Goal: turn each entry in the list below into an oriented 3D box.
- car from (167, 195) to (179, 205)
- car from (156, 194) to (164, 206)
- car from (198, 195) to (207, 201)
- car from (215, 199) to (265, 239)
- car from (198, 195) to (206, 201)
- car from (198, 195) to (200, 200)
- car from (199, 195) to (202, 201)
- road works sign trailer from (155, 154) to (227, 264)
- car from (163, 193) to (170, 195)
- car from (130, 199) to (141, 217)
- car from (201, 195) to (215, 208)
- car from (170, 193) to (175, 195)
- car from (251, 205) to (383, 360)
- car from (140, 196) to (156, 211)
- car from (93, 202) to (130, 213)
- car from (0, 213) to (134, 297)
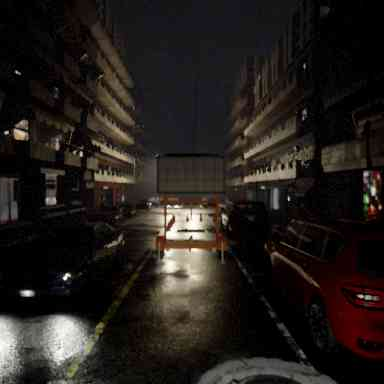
[{"bbox_3d":[-3.128,1.526,55.400,1.895,1.301,4.718,0,0,0],"label":"car"},{"bbox_3d":[-5.817,1.479,50.771,2.008,1.369,4.403,-1,0,0],"label":"car"},{"bbox_3d":[2.498,1.458,78.771,1.947,1.339,4.313,-1,0,0],"label":"car"},{"bbox_3d":[2.638,1.290,17.149,2.192,1.841,5.009,-1,0,0],"label":"car"},{"bbox_3d":[2.485,1.435,84.374,2.008,1.369,4.403,-1,0,0],"label":"car"},{"bbox_3d":[2.548,1.361,56.363,1.967,1.590,4.097,-1,0,0],"label":"car"},{"bbox_3d":[2.563,1.494,50.761,1.947,1.339,4.313,-1,0,0],"label":"car"},{"bbox_3d":[-0.024,0.447,11.787,2.380,3.560,2.880,0,0,1],"label":"road works sign trailer"},{"bbox_3d":[-5.846,1.228,61.975,2.192,1.841,5.009,-1,0,0],"label":"car"},{"bbox_3d":[-5.765,1.541,28.363,1.802,1.307,4.206,-1,0,0],"label":"car"},{"bbox_3d":[2.575,1.461,45.329,1.752,1.417,4.829,-1,0,0],"label":"car"},{"bbox_3d":[-5.908,1.428,89.985,2.008,1.369,4.403,-1,0,0],"label":"car"},{"bbox_3d":[2.663,1.306,5.945,2.192,1.841,5.009,-1,0,0],"label":"car"},{"bbox_3d":[-5.791,1.495,39.567,2.008,1.369,4.403,-1,0,0],"label":"car"},{"bbox_3d":[-5.752,1.549,22.760,1.802,1.307,4.206,-1,0,0],"label":"car"},{"bbox_3d":[-3.121,1.534,8.961,2.033,1.411,5.357,0,0,0],"label":"car"}]
